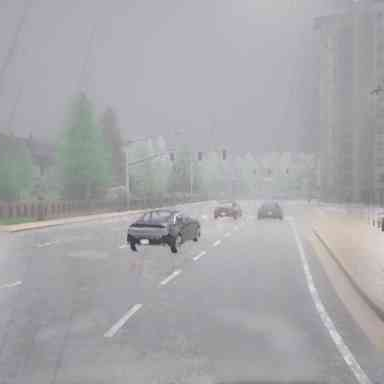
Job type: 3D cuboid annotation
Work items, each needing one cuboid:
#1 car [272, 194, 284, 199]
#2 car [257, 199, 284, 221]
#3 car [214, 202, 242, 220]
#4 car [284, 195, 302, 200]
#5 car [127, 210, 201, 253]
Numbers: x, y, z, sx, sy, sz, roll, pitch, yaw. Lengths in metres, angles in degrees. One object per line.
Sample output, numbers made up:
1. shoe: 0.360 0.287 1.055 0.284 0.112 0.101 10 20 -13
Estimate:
1. car: 24.539 1.488 90.283 4.892 1.490 1.837 0 0 -45
2. car: 6.446 1.571 27.250 1.994 1.385 4.181 0 0 16
3. car: 3.076 1.531 28.195 1.812 1.442 4.674 0 0 16
4. car: 27.198 1.562 87.984 4.718 1.301 1.895 0 0 -45
5. car: -0.974 1.493 13.752 2.128 1.511 4.902 0 0 16
